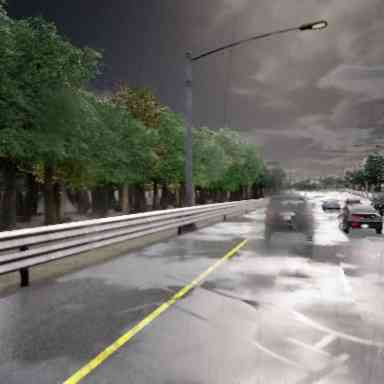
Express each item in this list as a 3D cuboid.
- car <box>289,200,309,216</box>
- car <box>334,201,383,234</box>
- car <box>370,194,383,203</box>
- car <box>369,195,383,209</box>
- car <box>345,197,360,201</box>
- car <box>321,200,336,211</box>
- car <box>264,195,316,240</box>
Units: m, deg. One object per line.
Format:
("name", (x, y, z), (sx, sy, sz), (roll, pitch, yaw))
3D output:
("car", (11.088, 1.563, 34.402), (1.812, 1.442, 4.674), (0, 0, 19))
("car", (9.417, 1.449, 18.864), (1.837, 1.490, 4.892), (0, 0, 19))
("car", (15.961, 1.193, 27.039), (2.150, 2.045, 5.566), (0, 0, 19))
("car", (26.570, 1.382, 46.913), (2.097, 1.767, 4.553), (0, 0, 19))
("car", (23.600, 1.525, 49.032), (1.882, 1.535, 5.008), (0, 0, 19))
("car", (17.287, 1.623, 41.521), (1.994, 1.385, 4.181), (0, 0, 19))
("car", (5.014, 1.183, 16.937), (2.150, 2.045, 5.566), (0, 0, 20))
